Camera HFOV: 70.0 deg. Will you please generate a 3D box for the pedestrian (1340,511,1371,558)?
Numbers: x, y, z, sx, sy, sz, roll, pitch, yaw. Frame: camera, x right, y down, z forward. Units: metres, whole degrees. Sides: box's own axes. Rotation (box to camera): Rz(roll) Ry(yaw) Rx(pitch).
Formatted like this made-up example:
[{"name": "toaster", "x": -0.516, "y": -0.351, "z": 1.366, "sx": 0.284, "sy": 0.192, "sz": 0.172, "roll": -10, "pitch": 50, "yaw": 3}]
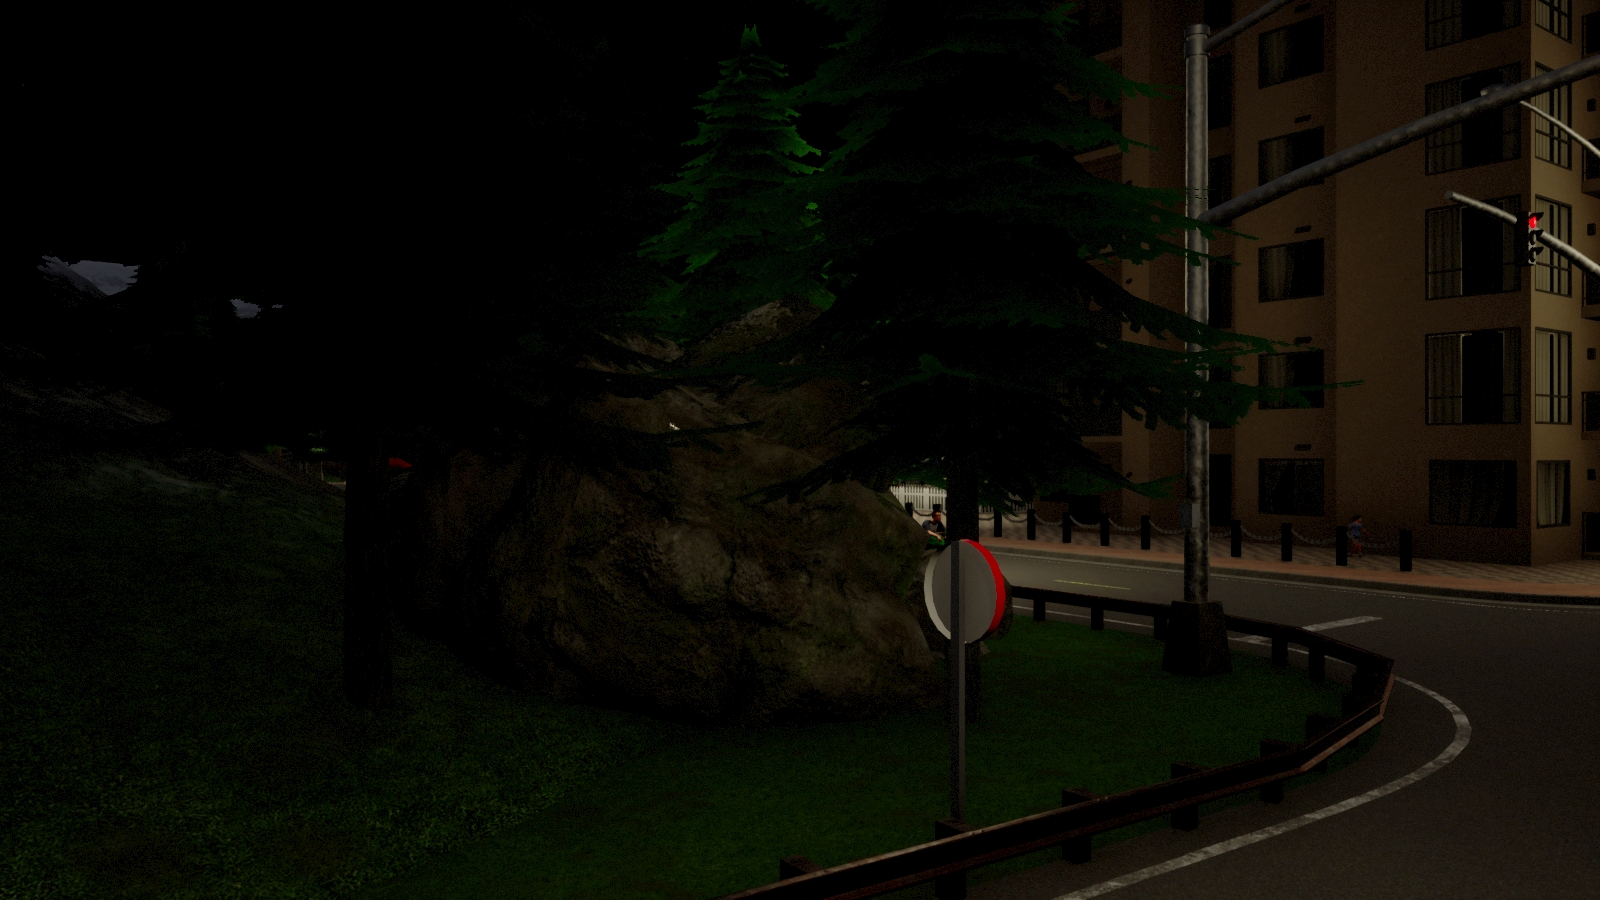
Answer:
[{"name": "pedestrian", "x": 13.566, "y": 2.057, "z": 27.889, "sx": 0.500, "sy": 1.100, "sz": 0.500, "roll": 0, "pitch": 0, "yaw": -32}]
